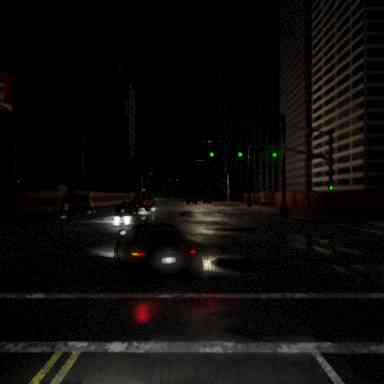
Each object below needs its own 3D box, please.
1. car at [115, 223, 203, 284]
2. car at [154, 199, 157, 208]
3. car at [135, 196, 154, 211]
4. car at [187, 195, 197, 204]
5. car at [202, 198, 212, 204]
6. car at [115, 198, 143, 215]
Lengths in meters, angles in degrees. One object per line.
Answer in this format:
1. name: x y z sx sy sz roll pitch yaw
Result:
1. car: -1.150 1.629 9.968 1.994 1.385 4.181 0 0 -17
2. car: -7.032 1.866 56.937 1.837 1.490 4.892 0 0 0
3. car: -7.098 1.517 46.576 2.150 2.045 5.566 0 0 0
4. car: -0.034 1.704 75.373 2.150 2.045 5.566 0 0 0
5. car: 3.466 2.008 76.055 2.128 1.511 4.902 0 0 0
6. car: -7.104 1.724 36.622 2.128 1.511 4.902 0 0 0
